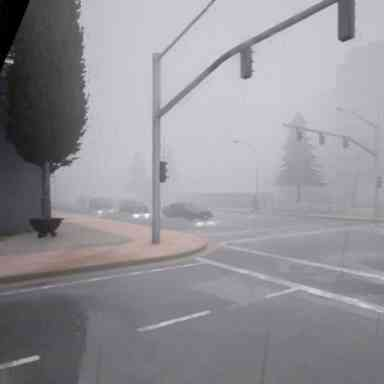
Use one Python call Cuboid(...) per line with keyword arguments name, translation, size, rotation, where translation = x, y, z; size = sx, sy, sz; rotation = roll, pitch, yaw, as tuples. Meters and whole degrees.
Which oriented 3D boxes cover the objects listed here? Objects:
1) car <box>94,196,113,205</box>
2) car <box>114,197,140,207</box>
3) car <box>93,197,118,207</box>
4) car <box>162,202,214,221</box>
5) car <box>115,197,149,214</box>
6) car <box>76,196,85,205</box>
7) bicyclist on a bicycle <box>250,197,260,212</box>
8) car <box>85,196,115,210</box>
Cuboid(name="car", translation=(-16.812, 1.518, 62.944), size=(1.882, 1.535, 5.008), rotation=(0, 0, -36))
Cuboid(name="car", translation=(-10.697, 1.588, 54.459), size=(2.033, 1.411, 5.357), rotation=(0, 0, -35))
Cuboid(name="car", translation=(-13.700, 1.526, 52.576), size=(2.128, 1.511, 4.902), rotation=(0, 0, -35))
Cuboid(name="car", translation=(-0.485, 1.576, 27.979), size=(2.033, 1.411, 5.357), rotation=(0, 0, -36))
Cuboid(name="car", translation=(-6.311, 1.592, 36.070), size=(1.994, 1.385, 4.181), rotation=(0, 0, -36))
Cuboid(name="car", translation=(-19.637, 1.539, 60.722), size=(1.837, 1.490, 4.892), rotation=(0, 0, -36))
Cuboid(name="bicyclist on a bicycle", translation=(6.926, 1.349, 36.481), size=(1.656, 1.620, 0.582), rotation=(0, 0, -36))
Cuboid(name="car", translation=(-12.204, 1.533, 44.274), size=(1.837, 1.490, 4.892), rotation=(0, 0, -36))
